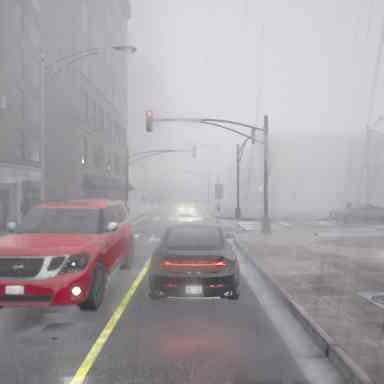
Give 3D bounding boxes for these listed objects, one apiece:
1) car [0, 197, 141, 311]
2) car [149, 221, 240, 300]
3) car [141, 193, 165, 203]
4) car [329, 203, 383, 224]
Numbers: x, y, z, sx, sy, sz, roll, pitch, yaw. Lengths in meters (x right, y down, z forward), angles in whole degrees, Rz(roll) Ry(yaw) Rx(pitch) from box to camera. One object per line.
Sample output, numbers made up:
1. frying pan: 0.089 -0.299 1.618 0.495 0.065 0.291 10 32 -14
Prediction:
1. car: -2.842 1.222 8.110 2.150 2.045 5.566 0 0 0
2. car: 0.060 1.505 8.385 1.837 1.490 4.892 0 0 1
3. car: -8.384 1.294 70.057 5.566 2.045 2.150 0 0 9
4. car: 12.067 1.515 23.772 4.181 1.385 1.994 0 0 0
